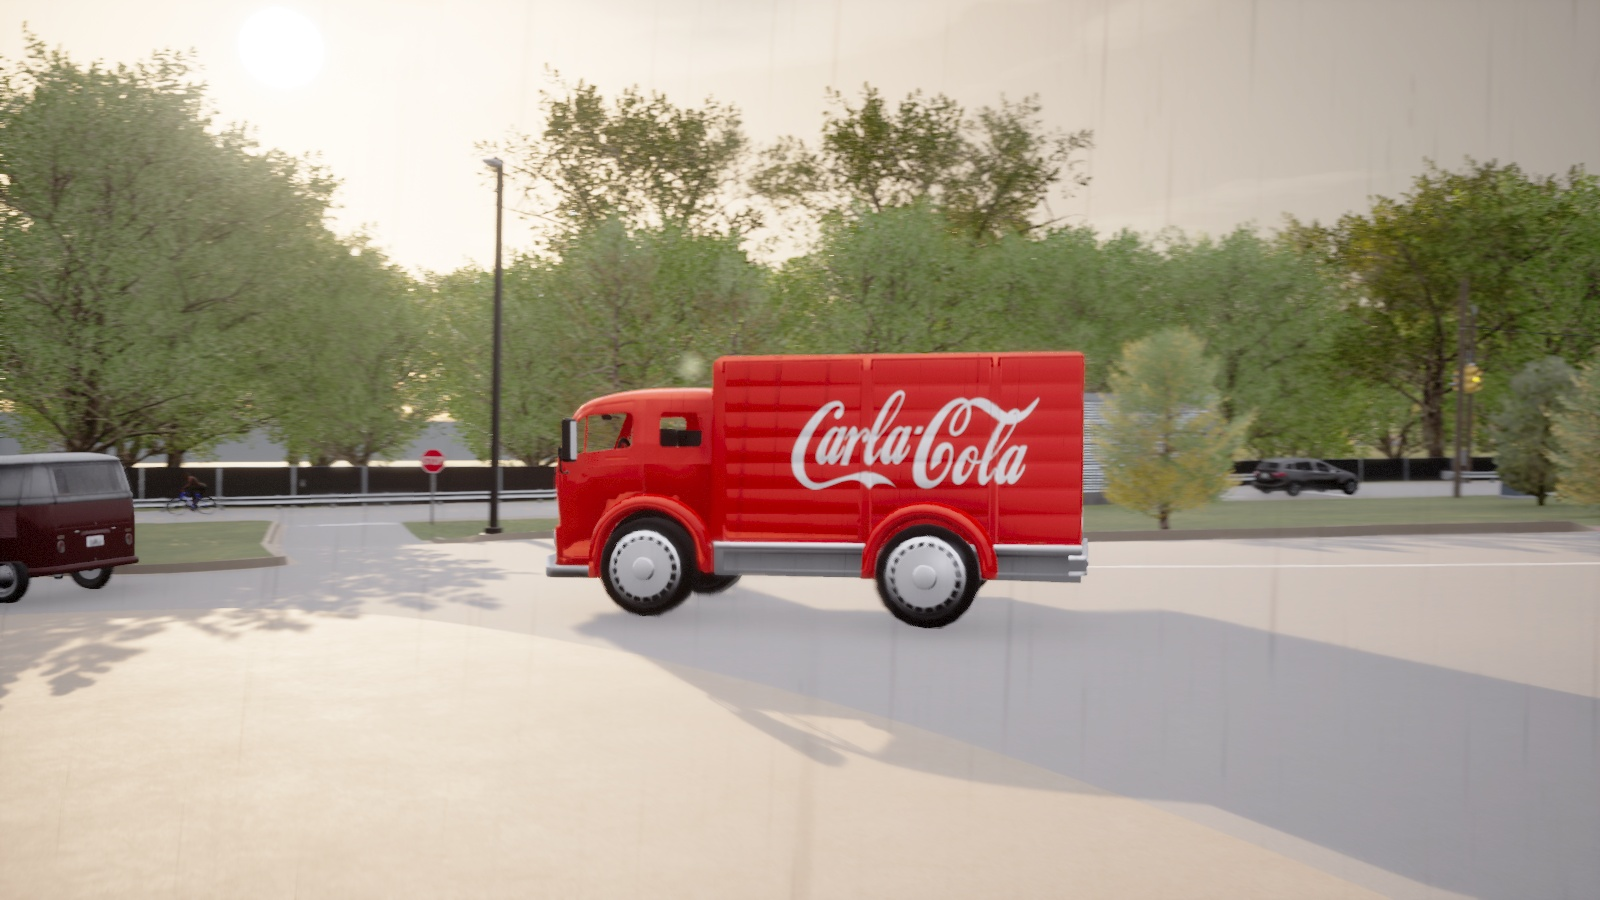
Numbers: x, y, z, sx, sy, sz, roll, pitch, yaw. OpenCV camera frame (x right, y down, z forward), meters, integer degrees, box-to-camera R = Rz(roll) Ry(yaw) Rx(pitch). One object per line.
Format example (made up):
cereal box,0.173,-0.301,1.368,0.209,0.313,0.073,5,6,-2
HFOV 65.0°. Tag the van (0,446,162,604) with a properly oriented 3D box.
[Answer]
van,-11.542,1.070,17.612,4.442,1.987,1.775,-3,0,13

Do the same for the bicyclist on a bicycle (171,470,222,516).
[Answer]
bicyclist on a bicycle,-22.279,1.577,46.378,1.656,1.620,0.582,-1,2,-20

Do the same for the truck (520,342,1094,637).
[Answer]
truck,0.223,0.335,12.389,5.204,2.467,2.627,0,0,13

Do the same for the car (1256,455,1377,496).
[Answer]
car,23.231,1.104,56.553,4.611,1.667,2.242,-1,2,-15
